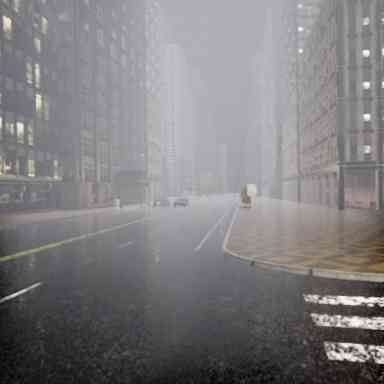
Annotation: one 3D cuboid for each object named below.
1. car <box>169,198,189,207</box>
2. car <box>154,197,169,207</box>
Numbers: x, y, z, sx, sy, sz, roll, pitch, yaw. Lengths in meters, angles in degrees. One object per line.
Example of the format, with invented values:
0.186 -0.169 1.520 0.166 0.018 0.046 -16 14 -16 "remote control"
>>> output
-1.699 1.663 54.043 2.033 1.411 5.357 -1 0 9 "car"
-4.912 1.657 54.538 2.128 1.511 4.902 -1 0 9 "car"
